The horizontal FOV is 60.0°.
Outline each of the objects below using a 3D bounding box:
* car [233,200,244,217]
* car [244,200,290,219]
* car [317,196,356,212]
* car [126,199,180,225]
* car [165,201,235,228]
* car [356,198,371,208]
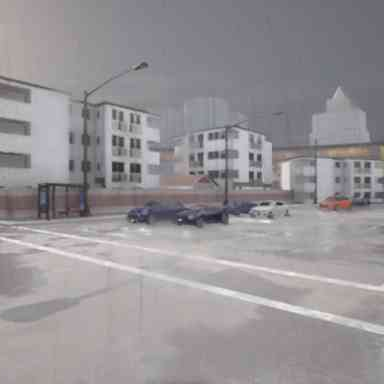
[{"bbox_3d":[4.444,1.486,31.171,2.033,1.411,5.357,0,0,43],"label":"car"},{"bbox_3d":[6.742,1.467,28.494,1.812,1.442,4.674,0,0,43],"label":"car"},{"bbox_3d":[16.253,1.274,37.948,4.553,1.767,2.097,0,0,-37],"label":"car"},{"bbox_3d":[-2.446,1.306,23.710,2.097,1.767,4.553,0,0,43],"label":"car"},{"bbox_3d":[0.609,1.518,21.870,1.994,1.385,4.181,0,0,42],"label":"car"},{"bbox_3d":[22.122,1.508,45.639,4.718,1.301,1.895,0,0,-23],"label":"car"}]
